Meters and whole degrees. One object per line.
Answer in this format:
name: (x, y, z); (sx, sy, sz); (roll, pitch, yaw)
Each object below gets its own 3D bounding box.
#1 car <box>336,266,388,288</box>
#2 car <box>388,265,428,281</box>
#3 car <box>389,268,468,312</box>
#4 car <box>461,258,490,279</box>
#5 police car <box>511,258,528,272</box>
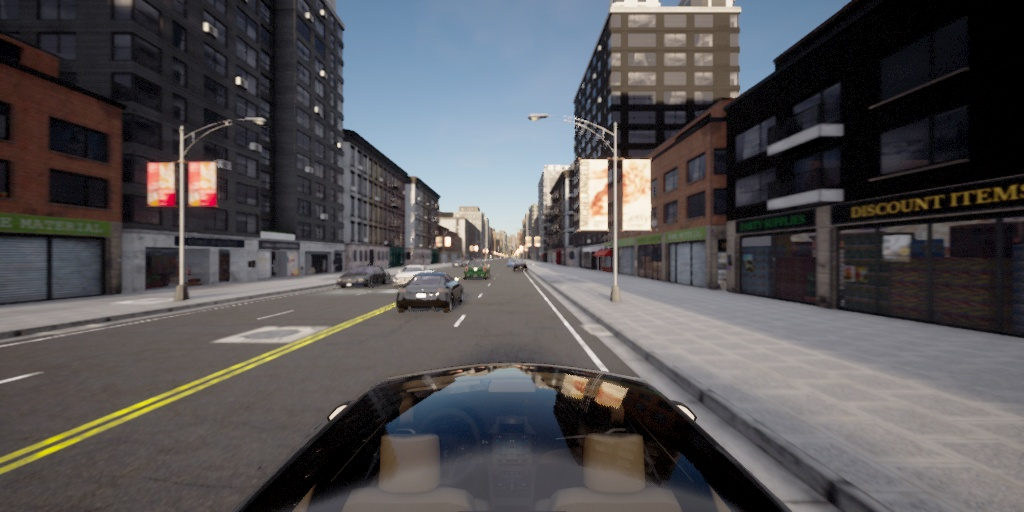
car: (-9.851, 1.355, 24.323); (2.033, 1.411, 5.357); (0, 0, 0)
car: (-6.600, 1.334, 24.424); (1.812, 1.442, 4.674); (0, 0, 0)
car: (-3.155, 1.345, 14.459); (1.994, 1.385, 4.181); (0, 0, 0)
car: (-3.152, 1.183, 33.131); (2.097, 1.767, 4.553); (0, 0, 0)
police car: (1.136, 1.290, 49.283); (1.930, 1.638, 5.238); (0, 0, 0)
